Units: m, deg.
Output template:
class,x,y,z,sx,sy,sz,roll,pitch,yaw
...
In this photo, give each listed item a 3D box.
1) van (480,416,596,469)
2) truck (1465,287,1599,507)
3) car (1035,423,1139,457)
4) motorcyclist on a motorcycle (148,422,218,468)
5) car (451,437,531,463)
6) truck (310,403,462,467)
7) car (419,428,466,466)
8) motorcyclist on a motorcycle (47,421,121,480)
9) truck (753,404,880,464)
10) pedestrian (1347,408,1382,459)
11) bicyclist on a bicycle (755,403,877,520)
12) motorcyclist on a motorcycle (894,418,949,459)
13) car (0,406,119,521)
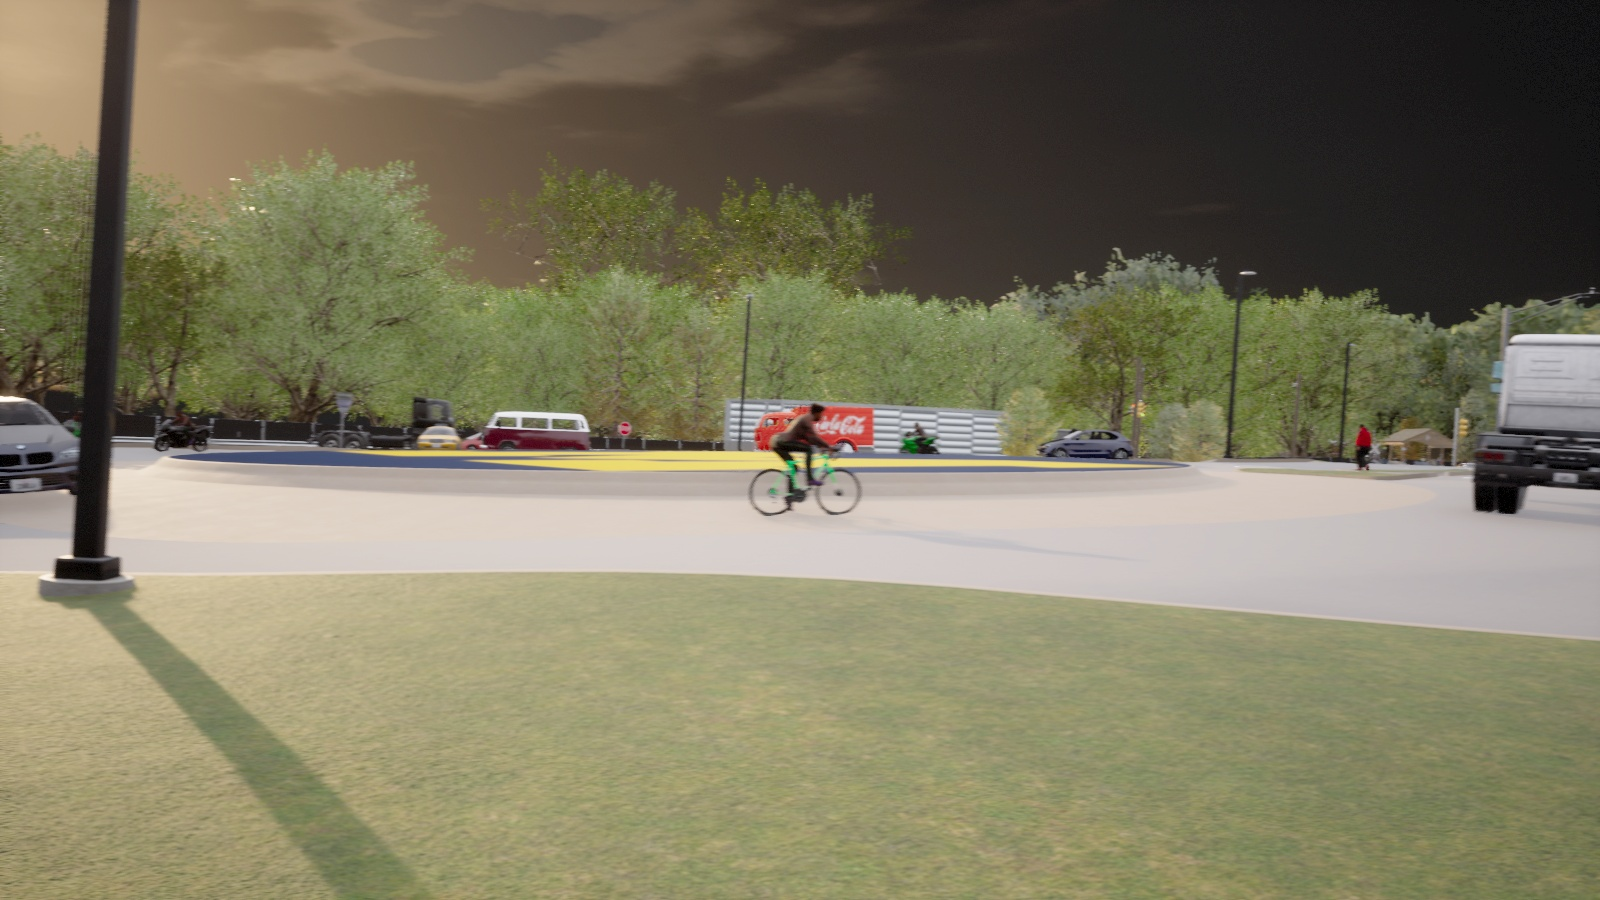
class,x,y,z,sx,sy,sz,roll,pitch,yaw
van,-10.907,-0.327,52.198,4.480,2.038,2.069,1,1,-16
truck,14.468,-0.941,23.332,2.891,3.462,7.936,3,3,33
car,12.835,-0.450,56.288,4.193,1.474,1.816,-1,1,-2
motorcyclist on a motorcycle,-21.520,-0.190,43.857,0.797,1.523,2.044,5,3,32
car,-19.742,0.001,80.306,4.514,1.525,2.007,1,2,-34
truck,-23.589,-0.882,71.880,7.936,3.462,2.891,1,2,-11
car,-16.688,-0.096,58.801,1.801,1.575,5.366,0,-2,-12
motorcyclist on a motorcycle,-19.360,0.005,34.013,0.797,1.523,2.044,1,1,1
truck,0.665,-0.678,55.578,5.204,2.467,2.627,-1,-2,-9
pedestrian,20.810,-0.603,46.264,0.634,1.844,0.899,2,1,-25
bicyclist on a bicycle,0.224,0.146,18.014,1.656,1.620,0.582,-1,3,-11
motorcyclist on a motorcycle,4.668,-0.418,48.188,2.044,1.523,0.797,0,-1,45
car,-13.737,0.162,21.674,2.242,1.667,4.611,-6,6,-43
